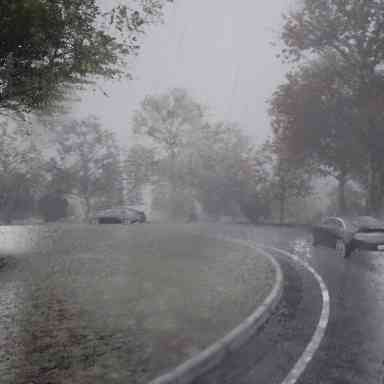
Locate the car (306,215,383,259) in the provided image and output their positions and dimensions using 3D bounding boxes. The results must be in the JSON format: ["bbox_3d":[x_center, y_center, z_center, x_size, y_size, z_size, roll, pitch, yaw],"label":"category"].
[{"bbox_3d":[6.213,1.669,13.450,2.128,1.511,4.902,0,-1,-2],"label":"car"}]

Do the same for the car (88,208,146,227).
[{"bbox_3d":[-6.297,2.109,27.805,4.902,1.511,2.128,-1,-1,14],"label":"car"}]
